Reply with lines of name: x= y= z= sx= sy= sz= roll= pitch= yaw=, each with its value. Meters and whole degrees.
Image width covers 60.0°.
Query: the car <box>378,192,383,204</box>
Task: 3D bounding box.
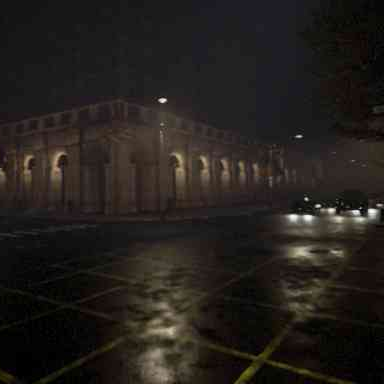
car: x=25.092 y=0.799 z=45.749 sx=1.837 sy=1.490 sz=4.892 roll=-1 pitch=1 yaw=33

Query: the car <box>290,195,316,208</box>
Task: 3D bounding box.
car: x=13.542 y=1.096 z=40.476 sx=1.895 sy=1.301 sz=4.718 roll=-1 pitch=1 yaw=33

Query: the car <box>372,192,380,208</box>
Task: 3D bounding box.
car: x=19.480 y=1.040 z=37.231 sx=1.895 sy=1.301 sz=4.718 roll=-1 pitch=1 yaw=34

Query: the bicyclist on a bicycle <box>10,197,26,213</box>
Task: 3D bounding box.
bicyclist on a bicycle: x=-17.773 y=1.307 z=33.925 sx=0.582 sy=1.620 sz=1.656 roll=-1 pitch=1 yaw=33

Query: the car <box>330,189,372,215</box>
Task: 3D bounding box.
car: x=14.025 y=0.800 z=29.085 sx=2.150 sy=2.045 sz=5.566 roll=-1 pitch=1 yaw=33

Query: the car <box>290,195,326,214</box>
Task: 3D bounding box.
car: x=10.163 y=1.195 z=29.582 sx=1.994 sy=1.385 sz=4.181 roll=-1 pitch=1 yaw=34

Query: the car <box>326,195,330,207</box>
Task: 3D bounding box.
car: x=15.319 y=1.063 z=37.314 sx=1.994 sy=1.385 sz=4.181 roll=-1 pitch=1 yaw=34

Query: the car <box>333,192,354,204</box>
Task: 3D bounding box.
car: x=21.067 y=0.828 z=46.001 sx=1.882 sy=1.535 sz=5.008 roll=-1 pitch=1 yaw=33
